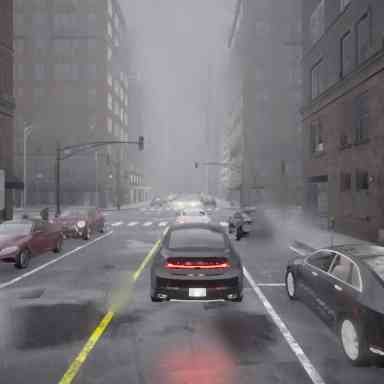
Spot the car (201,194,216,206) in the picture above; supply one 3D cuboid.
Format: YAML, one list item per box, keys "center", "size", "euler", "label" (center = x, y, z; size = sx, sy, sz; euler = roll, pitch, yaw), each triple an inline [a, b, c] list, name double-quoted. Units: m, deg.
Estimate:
- center: [2.875, 1.476, 53.660]
  size: [1.967, 1.590, 4.097]
  euler: [0, 0, 0]
  label: "car"

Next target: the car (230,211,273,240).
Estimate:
- center: [2.851, 1.567, 16.570]
  size: [1.947, 1.339, 4.313]
  euler: [0, 0, 0]
  label: "car"

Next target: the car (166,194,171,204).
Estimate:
- center: [-5.633, 1.607, 64.488]
  size: [2.008, 1.369, 4.403]
  euler: [0, 0, 0]
  label: "car"

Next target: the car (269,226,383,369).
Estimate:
- center: [2.854, 1.551, 5.568]
  size: [2.008, 1.369, 4.403]
  euler: [0, 0, 0]
  label: "car"

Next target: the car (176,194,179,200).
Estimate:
- center: [-5.593, 1.457, 91.531]
  size: [2.192, 1.841, 5.009]
  euler: [0, 0, 0]
  label: "car"

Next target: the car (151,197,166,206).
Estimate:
- center: [-5.650, 1.618, 53.671]
  size: [1.802, 1.307, 4.206]
  euler: [0, 0, 0]
  label: "car"

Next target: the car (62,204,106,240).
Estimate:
- center: [-5.675, 1.441, 16.568]
  size: [1.967, 1.590, 4.097]
  euler: [0, 0, 0]
  label: "car"

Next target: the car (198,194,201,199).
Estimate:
- center: [2.908, 1.525, 75.296]
  size: [1.967, 1.590, 4.097]
  euler: [0, 0, 0]
  label: "car"

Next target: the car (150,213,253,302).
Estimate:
- center: [0.096, 1.505, 8.234]
  size: [1.837, 1.490, 4.892]
  euler: [0, 0, 0]
  label: "car"

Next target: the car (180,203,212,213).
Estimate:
- center: [0.078, 1.527, 17.382]
  size: [1.812, 1.442, 4.674]
  euler: [0, 0, -1]
  label: "car"

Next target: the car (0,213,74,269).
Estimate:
- center: [-5.673, 1.582, 11.067]
  size: [1.802, 1.307, 4.206]
  euler: [0, 0, 0]
  label: "car"

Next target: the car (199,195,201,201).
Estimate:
- center: [2.892, 1.607, 64.478]
  size: [2.008, 1.369, 4.403]
  euler: [0, 0, 0]
  label: "car"

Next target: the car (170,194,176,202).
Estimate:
- center: [-5.609, 1.626, 80.544]
  size: [1.752, 1.417, 4.829]
  euler: [0, 0, 0]
  label: "car"
